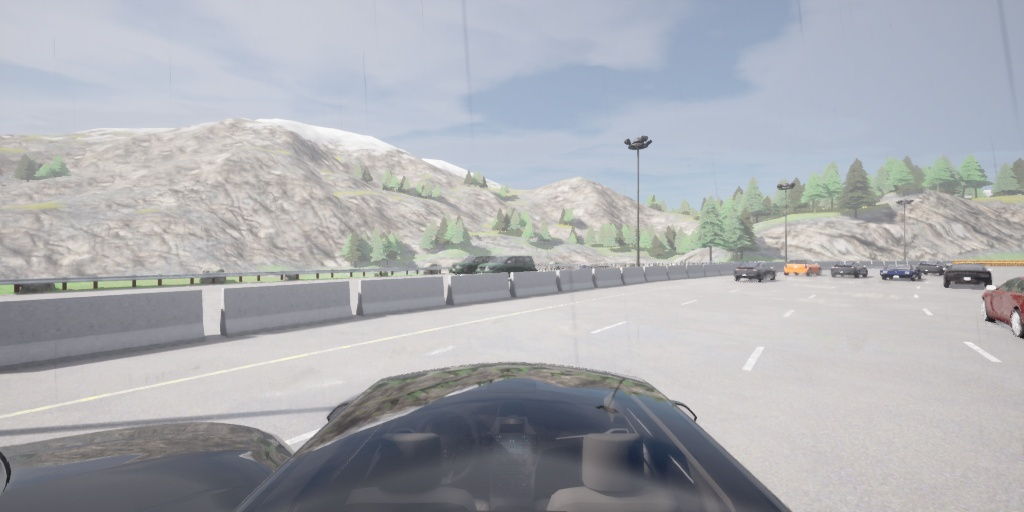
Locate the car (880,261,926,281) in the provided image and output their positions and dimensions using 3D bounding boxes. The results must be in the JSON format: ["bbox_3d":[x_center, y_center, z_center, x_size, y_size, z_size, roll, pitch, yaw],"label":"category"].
[{"bbox_3d":[32.304,1.351,29.728,4.718,1.301,1.895,0,0,-35],"label":"car"}]

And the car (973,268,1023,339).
[{"bbox_3d":[13.938,1.228,9.125,1.882,1.535,5.008,0,0,44],"label":"car"}]

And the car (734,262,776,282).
[{"bbox_3d":[19.413,1.241,28.577,4.902,1.511,2.128,0,0,-40],"label":"car"}]

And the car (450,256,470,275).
[{"bbox_3d":[-3.617,0.971,36.385,5.566,2.045,2.150,0,0,-44],"label":"car"}]

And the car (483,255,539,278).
[{"bbox_3d":[-0.018,0.972,34.982,5.566,2.045,2.150,0,0,-43],"label":"car"}]

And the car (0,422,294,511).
[{"bbox_3d":[-2.982,1.255,0.524,4.892,1.490,1.837,0,0,-45],"label":"car"}]

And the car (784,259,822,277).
[{"bbox_3d":[29.419,1.102,36.233,4.553,1.767,2.097,0,0,-36],"label":"car"}]

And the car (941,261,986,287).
[{"bbox_3d":[29.918,1.227,23.549,5.008,1.535,1.882,0,0,-38],"label":"car"}]

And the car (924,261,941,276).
[{"bbox_3d":[43.308,1.242,36.862,4.902,1.511,2.128,0,0,-31],"label":"car"}]

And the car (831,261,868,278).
[{"bbox_3d":[31.370,1.242,33.338,4.902,1.511,2.128,0,0,-35],"label":"car"}]

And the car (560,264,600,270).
[{"bbox_3d":[6.228,1.351,31.234,4.718,1.301,1.895,0,0,-42],"label":"car"}]

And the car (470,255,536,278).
[{"bbox_3d":[-0.398,0.971,29.762,5.566,2.045,2.150,0,0,-44],"label":"car"}]
